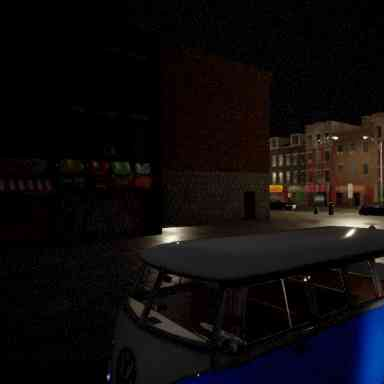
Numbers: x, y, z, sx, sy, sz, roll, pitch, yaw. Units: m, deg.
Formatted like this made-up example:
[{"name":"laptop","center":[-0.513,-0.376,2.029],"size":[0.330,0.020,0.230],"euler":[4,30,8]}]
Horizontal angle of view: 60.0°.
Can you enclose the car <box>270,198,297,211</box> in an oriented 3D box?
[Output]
[{"name":"car","center":[10.120,1.490,39.456],"size":[2.128,1.511,4.902],"euler":[0,0,-35]}]

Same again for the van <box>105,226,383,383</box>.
[{"name":"van","center":[1.096,1.341,3.603],"size":[3.998,1.788,1.690],"euler":[0,0,-36]}]

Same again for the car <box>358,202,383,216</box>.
[{"name":"car","center":[17.143,1.571,29.593],"size":[1.994,1.385,4.181],"euler":[0,0,-35]}]
